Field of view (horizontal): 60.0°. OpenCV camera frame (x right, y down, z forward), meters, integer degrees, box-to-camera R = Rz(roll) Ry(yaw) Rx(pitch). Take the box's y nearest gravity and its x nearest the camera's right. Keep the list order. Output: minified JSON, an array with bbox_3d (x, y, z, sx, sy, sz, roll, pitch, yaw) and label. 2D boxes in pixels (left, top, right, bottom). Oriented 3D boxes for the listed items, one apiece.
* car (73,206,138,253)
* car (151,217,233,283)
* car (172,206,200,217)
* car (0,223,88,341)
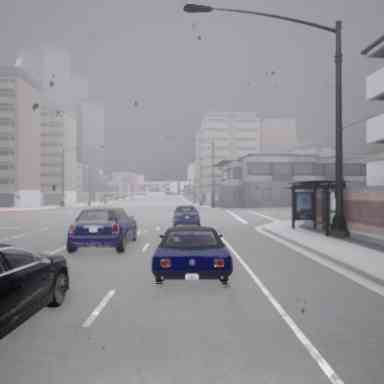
[{"bbox_3d":[-3.627,1.414,14.206,2.097,1.767,4.553,0,0,-1],"label":"car"},{"bbox_3d":[-0.025,1.643,9.751,1.895,1.301,4.718,0,0,-1],"label":"car"},{"bbox_3d":[-0.420,1.651,23.348,2.033,1.411,5.357,0,0,-2],"label":"car"},{"bbox_3d":[-3.477,1.515,5.118,2.128,1.511,4.902,0,0,0],"label":"car"}]
